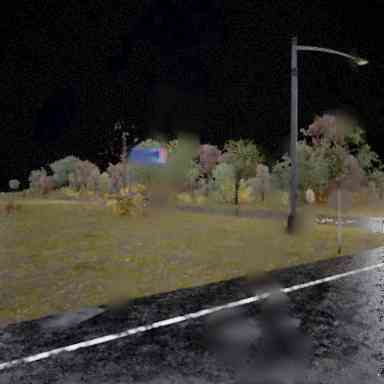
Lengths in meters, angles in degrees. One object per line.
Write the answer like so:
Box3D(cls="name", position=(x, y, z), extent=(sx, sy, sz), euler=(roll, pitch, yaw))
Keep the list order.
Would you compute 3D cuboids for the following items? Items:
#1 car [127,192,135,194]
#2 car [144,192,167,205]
Box3D(cls="car", position=(-11.777, 1.079, 64.296), extent=(2.150, 2.045, 5.566), euler=(0, 0, -34))
Box3D(cls="car", position=(-6.249, 1.098, 56.118), extent=(2.150, 2.045, 5.566), euler=(0, 0, -33))
